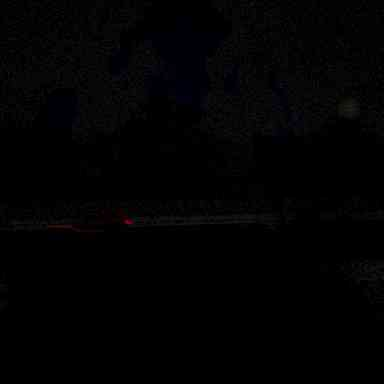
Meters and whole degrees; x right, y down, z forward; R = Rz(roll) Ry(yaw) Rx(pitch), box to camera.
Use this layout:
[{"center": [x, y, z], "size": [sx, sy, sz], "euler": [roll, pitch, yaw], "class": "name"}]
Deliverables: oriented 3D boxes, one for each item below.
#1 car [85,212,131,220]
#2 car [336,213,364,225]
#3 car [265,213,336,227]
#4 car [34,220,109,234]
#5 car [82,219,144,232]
[{"center": [-7.814, 2.785, 28.437], "size": [5.566, 2.045, 2.150], "euler": [-1, -3, -5], "class": "car"}, {"center": [13.119, 2.647, 30.105], "size": [4.674, 1.442, 1.812], "euler": [-1, -3, -4], "class": "car"}, {"center": [8.239, 2.536, 26.219], "size": [5.008, 1.535, 1.882], "euler": [-1, -3, -5], "class": "car"}, {"center": [-7.330, 2.530, 17.942], "size": [5.008, 1.535, 1.882], "euler": [-1, -3, -5], "class": "car"}, {"center": [-5.688, 2.732, 21.578], "size": [5.357, 1.411, 2.033], "euler": [-1, -3, -5], "class": "car"}]
